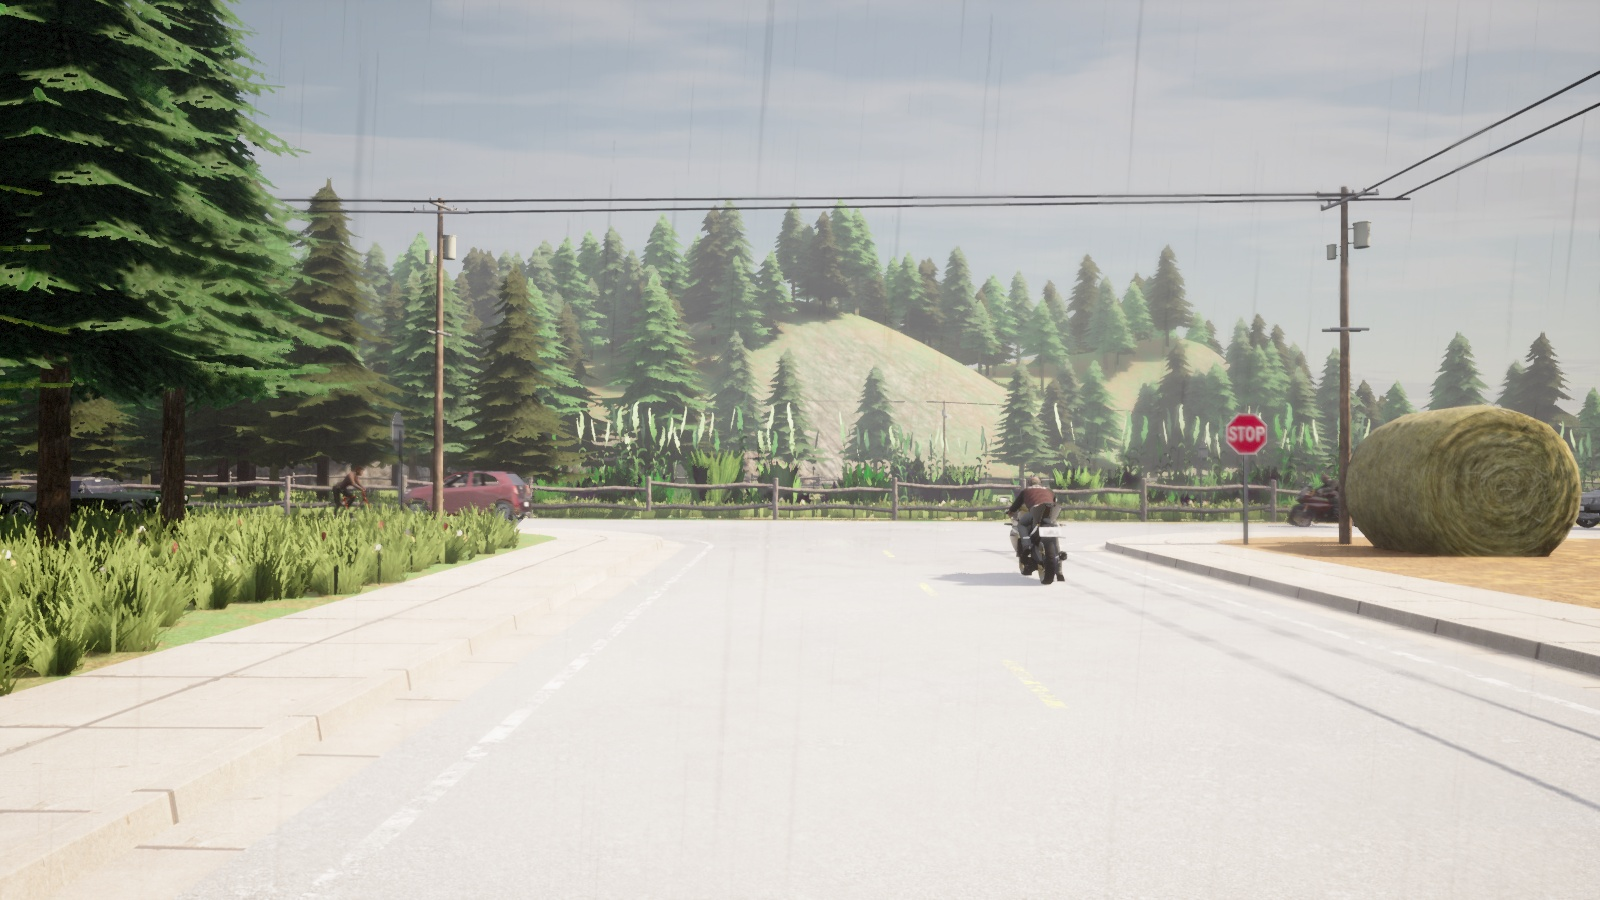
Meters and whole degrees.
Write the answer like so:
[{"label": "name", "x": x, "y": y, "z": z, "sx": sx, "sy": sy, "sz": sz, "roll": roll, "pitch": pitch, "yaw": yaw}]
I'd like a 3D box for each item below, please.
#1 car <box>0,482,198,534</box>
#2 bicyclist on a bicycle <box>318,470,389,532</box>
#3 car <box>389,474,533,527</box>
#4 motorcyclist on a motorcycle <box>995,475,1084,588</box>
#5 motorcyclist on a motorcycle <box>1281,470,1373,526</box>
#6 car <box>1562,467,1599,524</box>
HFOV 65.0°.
[{"label": "car", "x": -18.776, "y": 1.513, "z": 33.294, "sx": 4.718, "sy": 1.301, "sz": 1.895, "roll": 0, "pitch": -1, "yaw": 2}, {"label": "bicyclist on a bicycle", "x": -11.723, "y": 1.332, "z": 32.986, "sx": 1.656, "sy": 1.620, "sz": 0.582, "roll": 0, "pitch": -1, "yaw": 3}, {"label": "car", "x": -9.778, "y": 1.443, "z": 36.404, "sx": 3.633, "sy": 1.501, "sz": 1.845, "roll": 0, "pitch": -1, "yaw": 3}, {"label": "motorcyclist on a motorcycle", "x": 3.450, "y": 1.143, "z": 18.311, "sx": 0.866, "sy": 1.530, "sz": 2.191, "roll": 0, "pitch": -1, "yaw": 0}, {"label": "motorcyclist on a motorcycle", "x": 14.786, "y": 1.346, "z": 35.274, "sx": 2.191, "sy": 1.530, "sz": 0.866, "roll": 0, "pitch": -1, "yaw": 3}, {"label": "car", "x": 23.568, "y": 1.248, "z": 34.871, "sx": 3.705, "sy": 1.549, "sz": 1.789, "roll": 0, "pitch": -1, "yaw": 3}]
